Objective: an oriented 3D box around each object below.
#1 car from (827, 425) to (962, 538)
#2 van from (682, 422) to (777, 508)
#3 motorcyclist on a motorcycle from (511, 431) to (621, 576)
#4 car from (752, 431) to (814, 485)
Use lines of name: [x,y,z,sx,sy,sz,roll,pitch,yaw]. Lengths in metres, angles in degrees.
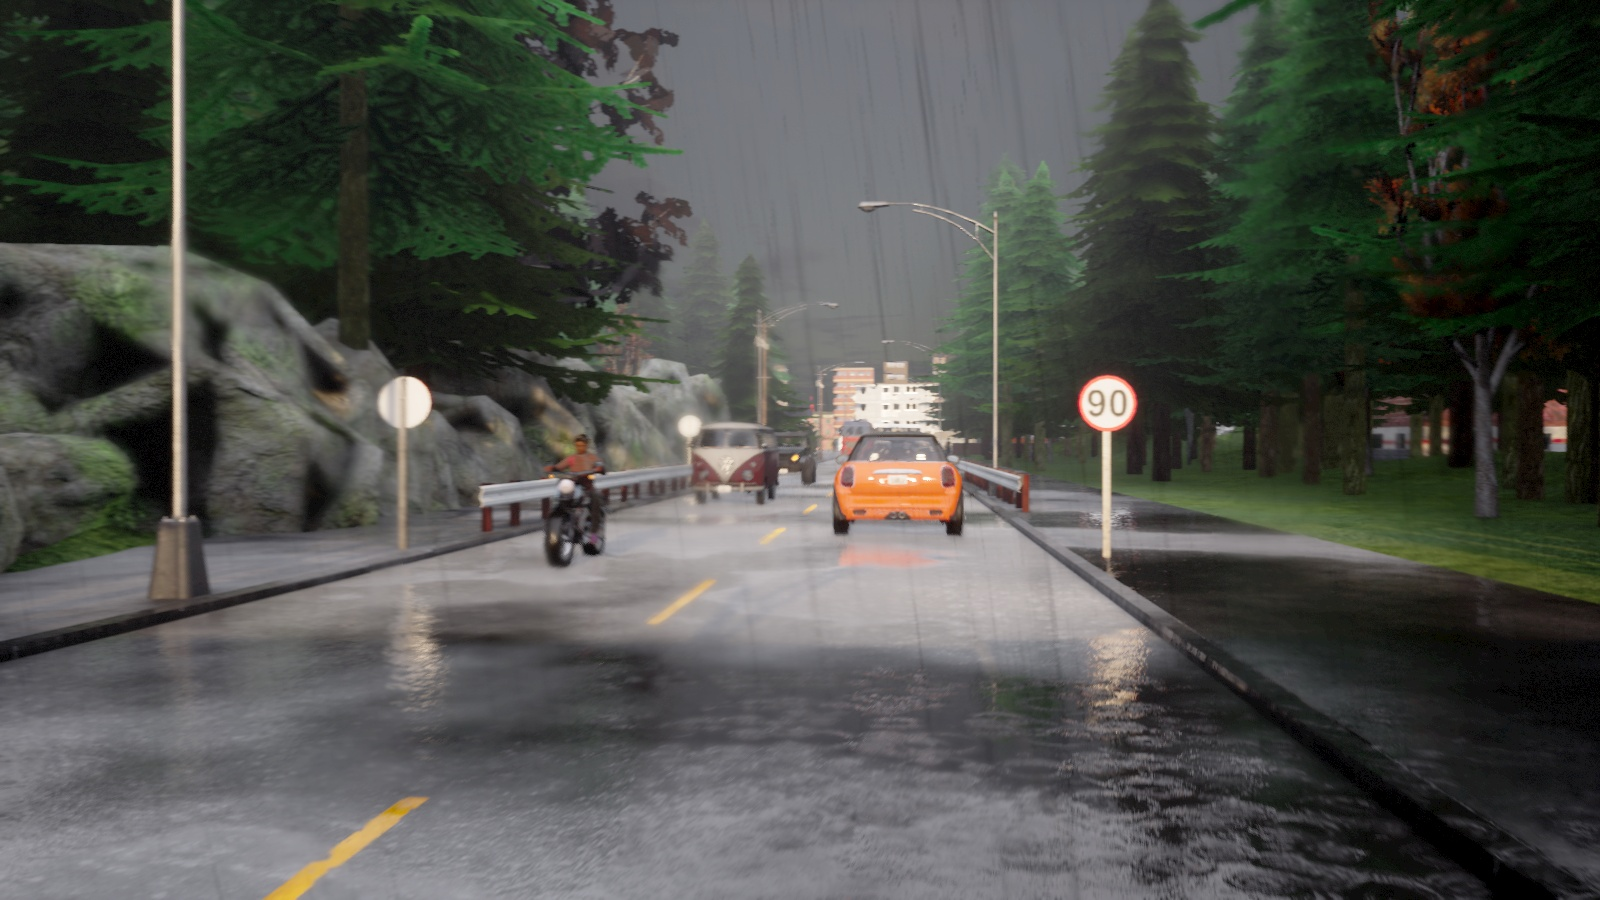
car: [1.641,0.482,21.926,2.097,1.767,4.553,0,0,4]
van: [-1.676,0.316,31.282,1.775,1.987,4.442,0,0,4]
motorcyclist on a motorcycle: [-2.844,0.603,15.534,0.766,1.649,2.350,0,0,4]
car: [-0.587,0.280,45.734,1.905,1.878,3.866,0,0,4]
